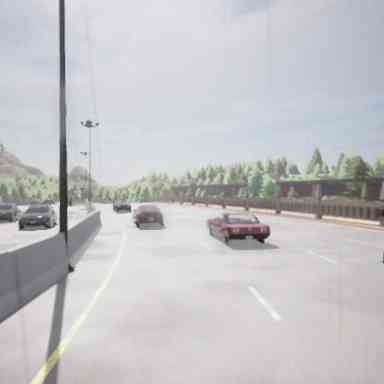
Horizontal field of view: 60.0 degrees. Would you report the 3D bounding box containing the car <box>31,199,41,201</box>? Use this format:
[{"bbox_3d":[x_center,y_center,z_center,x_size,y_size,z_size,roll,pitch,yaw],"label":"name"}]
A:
[{"bbox_3d":[-34.757,2.159,74.392,2.033,1.411,5.357,0,-2,-19],"label":"car"}]

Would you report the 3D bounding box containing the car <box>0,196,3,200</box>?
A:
[{"bbox_3d":[-21.967,1.484,36.207,2.150,2.045,5.566,0,0,-19],"label":"car"}]

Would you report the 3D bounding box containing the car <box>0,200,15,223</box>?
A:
[{"bbox_3d":[-15.276,1.693,27.155,1.837,1.490,4.892,0,0,-17],"label":"car"}]

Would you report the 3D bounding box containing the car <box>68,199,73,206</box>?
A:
[{"bbox_3d":[-23.221,1.941,62.098,1.895,1.301,4.718,0,0,-19],"label":"car"}]

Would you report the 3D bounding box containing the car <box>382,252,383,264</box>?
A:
[{"bbox_3d":[6.543,1.554,7.854,1.994,1.385,4.181,0,0,-4],"label":"car"}]

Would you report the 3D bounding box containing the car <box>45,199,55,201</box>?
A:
[{"bbox_3d":[-28.093,1.991,65.593,1.895,1.301,4.718,0,0,-19],"label":"car"}]

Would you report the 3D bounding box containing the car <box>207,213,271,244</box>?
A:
[{"bbox_3d":[2.031,1.636,16.067,1.895,1.301,4.718,0,0,-9],"label":"car"}]

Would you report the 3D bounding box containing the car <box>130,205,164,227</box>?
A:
[{"bbox_3d":[-3.147,1.614,23.520,1.812,1.442,4.674,0,0,-14],"label":"car"}]

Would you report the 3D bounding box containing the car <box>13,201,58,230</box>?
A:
[{"bbox_3d":[-10.287,1.639,22.494,1.837,1.490,4.892,0,0,-15],"label":"car"}]

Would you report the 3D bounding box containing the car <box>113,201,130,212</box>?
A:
[{"bbox_3d":[-8.723,1.778,41.331,1.895,1.301,4.718,0,0,-19],"label":"car"}]
